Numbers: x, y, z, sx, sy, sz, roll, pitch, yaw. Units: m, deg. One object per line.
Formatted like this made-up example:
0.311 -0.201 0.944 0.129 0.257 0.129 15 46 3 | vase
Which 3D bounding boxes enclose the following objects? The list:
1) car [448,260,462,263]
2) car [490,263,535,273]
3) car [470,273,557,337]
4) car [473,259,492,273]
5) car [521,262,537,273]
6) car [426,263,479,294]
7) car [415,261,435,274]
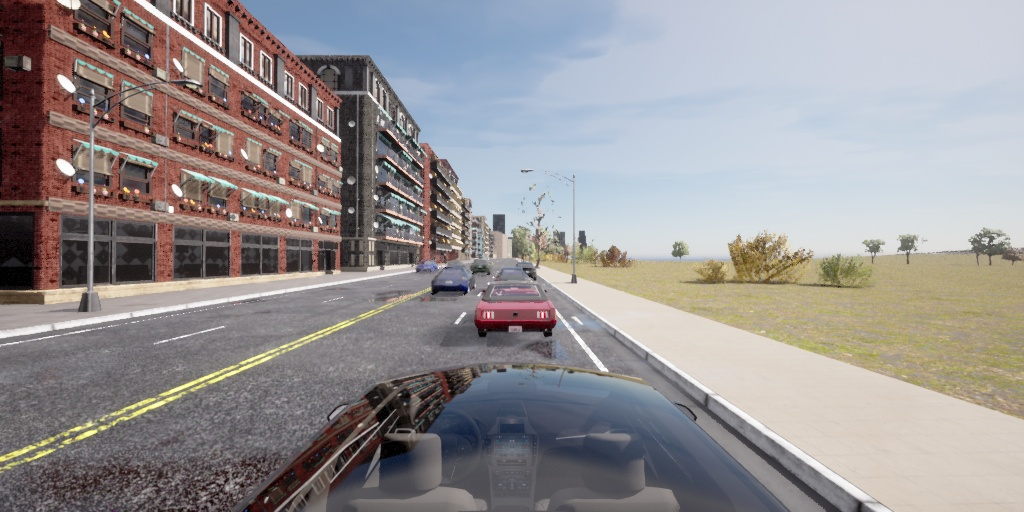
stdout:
-6.726 1.257 42.187 1.837 1.490 4.892 0 0 0 | car
0.034 1.316 20.277 1.994 1.385 4.181 0 0 0 | car
0.074 1.352 10.246 1.895 1.301 4.718 0 0 0 | car
-3.261 1.104 38.690 2.097 1.767 4.553 0 0 0 | car
1.049 1.258 30.270 1.837 1.490 4.892 0 0 0 | car
-3.208 1.317 20.215 1.994 1.385 4.181 0 0 0 | car
-9.976 1.278 42.255 1.812 1.442 4.674 0 0 0 | car
